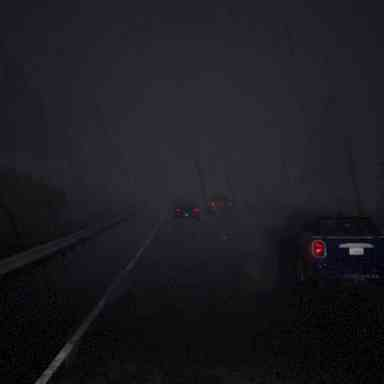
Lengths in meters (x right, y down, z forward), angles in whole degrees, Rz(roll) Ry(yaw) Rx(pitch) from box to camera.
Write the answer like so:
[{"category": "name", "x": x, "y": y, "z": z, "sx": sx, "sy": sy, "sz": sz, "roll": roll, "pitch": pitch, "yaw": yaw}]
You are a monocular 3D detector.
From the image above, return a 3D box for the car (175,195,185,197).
[{"category": "car", "x": -1.490, "y": 1.196, "z": 41.060, "sx": 1.837, "sy": 1.490, "sz": 4.892, "roll": 0, "pitch": 0, "yaw": -4}]

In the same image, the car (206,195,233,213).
[{"category": "car", "x": 2.610, "y": 1.106, "z": 32.612, "sx": 2.097, "sy": 1.767, "sz": 4.553, "roll": 0, "pitch": 0, "yaw": -3}]

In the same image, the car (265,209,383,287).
[{"category": "car", "x": 3.510, "y": 1.281, "z": 9.291, "sx": 2.097, "sy": 1.767, "sz": 4.553, "roll": 0, "pitch": 0, "yaw": -1}]

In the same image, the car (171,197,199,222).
[{"category": "car", "x": -0.462, "y": 1.341, "z": 24.556, "sx": 1.812, "sy": 1.442, "sz": 4.674, "roll": 0, "pitch": 0, "yaw": -3}]
